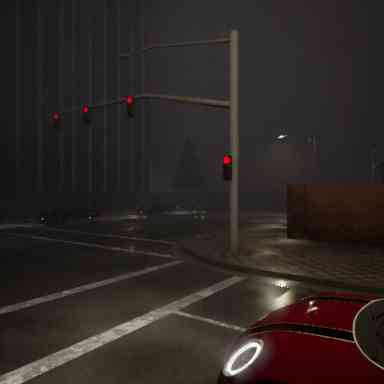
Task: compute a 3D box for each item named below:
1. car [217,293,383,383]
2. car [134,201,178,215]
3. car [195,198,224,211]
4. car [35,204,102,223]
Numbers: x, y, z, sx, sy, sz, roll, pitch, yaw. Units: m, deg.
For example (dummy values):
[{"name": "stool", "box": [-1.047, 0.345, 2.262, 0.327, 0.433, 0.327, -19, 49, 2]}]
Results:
[{"name": "car", "box": [2.394, 1.352, 2.250, 4.553, 1.767, 2.097, 0, 0, 36]}, {"name": "car", "box": [-3.596, 1.601, 33.648, 1.895, 1.301, 4.718, 0, 0, 35]}, {"name": "car", "box": [2.247, 1.491, 41.859, 2.128, 1.511, 4.902, 0, 0, 36]}, {"name": "car", "box": [-9.376, 1.601, 25.493, 1.895, 1.301, 4.718, 0, 0, 35]}]
